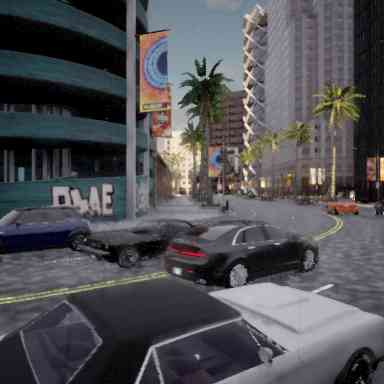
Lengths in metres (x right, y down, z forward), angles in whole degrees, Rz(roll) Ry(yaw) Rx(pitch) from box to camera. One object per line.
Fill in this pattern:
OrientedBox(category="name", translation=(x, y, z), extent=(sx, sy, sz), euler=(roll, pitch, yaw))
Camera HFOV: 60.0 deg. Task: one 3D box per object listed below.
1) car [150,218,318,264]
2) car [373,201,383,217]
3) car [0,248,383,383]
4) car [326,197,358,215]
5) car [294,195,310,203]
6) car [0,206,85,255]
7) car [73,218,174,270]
OrientedBox(category="car", translation=(1.521, 1.500, 8.926), extent=(4.892, 1.490, 1.837), euler=(0, 1, -40))
OrientedBox(category="car", translation=(17.942, 1.488, 30.070), extent=(1.837, 1.490, 4.892), euler=(1, 0, 14))
OrientedBox(category="car", translation=(-0.088, 1.599, 3.243), extent=(4.718, 1.301, 1.895), euler=(0, 0, -34))
OrientedBox(category="car", translation=(15.081, 1.334, 33.672), extent=(2.097, 1.767, 4.553), euler=(0, 0, 10))
OrientedBox(category="car", translation=(21.788, 1.445, 65.872), extent=(2.231, 1.521, 4.892), euler=(0, 0, -1))
OrientedBox(category="car", translation=(-6.007, 1.345, 12.113), extent=(4.553, 1.767, 2.097), euler=(0, 0, -37))
OrientedBox(category="car", translation=(-1.247, 1.595, 11.278), extent=(4.718, 1.301, 1.895), euler=(0, 0, -41))
